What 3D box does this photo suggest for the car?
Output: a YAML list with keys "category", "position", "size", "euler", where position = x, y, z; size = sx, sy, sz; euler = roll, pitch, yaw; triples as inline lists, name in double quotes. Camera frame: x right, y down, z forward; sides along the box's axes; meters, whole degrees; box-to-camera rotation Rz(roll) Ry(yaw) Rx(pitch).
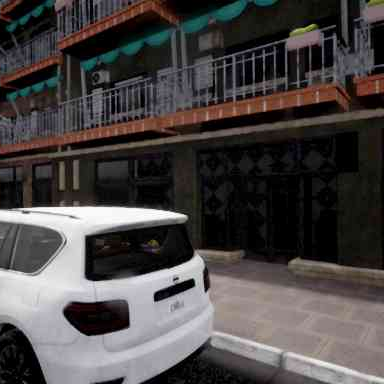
- category: "car"
  position: [-2.335, 1.225, 4.931]
  size: [5.566, 2.045, 2.150]
  euler: [0, 0, 36]
